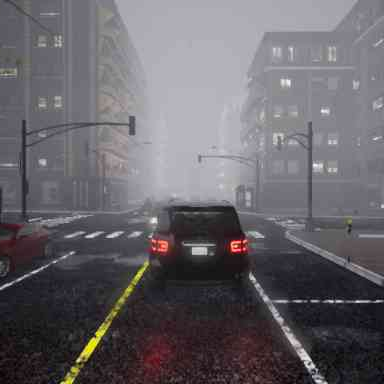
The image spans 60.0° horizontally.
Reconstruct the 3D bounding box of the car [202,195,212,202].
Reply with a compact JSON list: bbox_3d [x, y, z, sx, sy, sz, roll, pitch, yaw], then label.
[{"bbox_3d":[3.396,1.431,76.097,1.967,1.590,4.097,0,0,1],"label":"car"}]

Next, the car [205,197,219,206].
[{"bbox_3d":[3.183,1.543,53.543,2.008,1.369,4.403,0,0,1],"label":"car"}]

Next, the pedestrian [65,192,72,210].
[{"bbox_3d":[-12.408,0.898,33.411,0.375,1.860,0.375,0,-1,0],"label":"pedestrian"}]

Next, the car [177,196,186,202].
[{"bbox_3d":[-2.296,1.561,75.400,1.895,1.301,4.718,0,0,1],"label":"car"}]

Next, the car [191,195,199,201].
[{"bbox_3d":[0.773,1.468,82.626,1.882,1.535,5.008,0,0,1],"label":"car"}]

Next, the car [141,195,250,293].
[{"bbox_3d":[0.168,1.220,9.026,2.150,2.045,5.566,0,0,1],"label":"car"}]

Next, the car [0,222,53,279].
[{"bbox_3d":[-5.610,1.580,9.942,1.802,1.307,4.206,0,0,1],"label":"car"}]

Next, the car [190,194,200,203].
[{"bbox_3d":[0.695,1.346,72.849,2.097,1.767,4.553,0,0,1],"label":"car"}]

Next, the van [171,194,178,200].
[{"bbox_3d":[-4.824,1.330,93.098,1.690,1.788,3.998,0,0,1],"label":"van"}]

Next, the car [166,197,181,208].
[{"bbox_3d":[-2.649,1.518,48.589,1.812,1.442,4.674,0,0,1],"label":"car"}]

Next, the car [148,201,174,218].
[{"bbox_3d":[-2.816,1.559,31.294,1.994,1.385,4.181,0,0,1],"label":"car"}]

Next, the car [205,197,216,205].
[{"bbox_3d":[3.237,1.537,59.181,1.887,1.381,4.507,0,0,1],"label":"car"}]

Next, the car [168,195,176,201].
[{"bbox_3d":[-4.932,1.516,81.650,1.752,1.417,4.829,0,0,1],"label":"car"}]

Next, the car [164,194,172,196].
[{"bbox_3d":[-5.038,1.306,70.543,2.192,1.841,5.009,0,0,1],"label":"car"}]
